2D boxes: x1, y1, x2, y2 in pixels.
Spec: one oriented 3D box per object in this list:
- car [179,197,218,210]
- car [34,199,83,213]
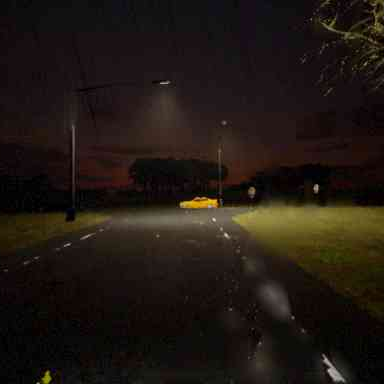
[{"bbox_3d":[0.841,1.497,43.035,5.008,1.535,1.882,-2,-1,-1],"label":"car"},{"bbox_3d":[-14.393,1.475,35.955,5.008,1.535,1.882,-1,-2,0],"label":"car"}]
